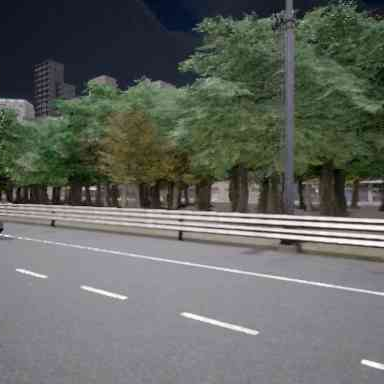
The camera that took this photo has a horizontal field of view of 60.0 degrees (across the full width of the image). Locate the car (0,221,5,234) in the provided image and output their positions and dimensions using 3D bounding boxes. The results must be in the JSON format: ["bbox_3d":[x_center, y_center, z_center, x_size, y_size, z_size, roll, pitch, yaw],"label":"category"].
[{"bbox_3d":[-11.153,1.600,16.152,4.718,1.301,1.895,0,0,36],"label":"car"}]
